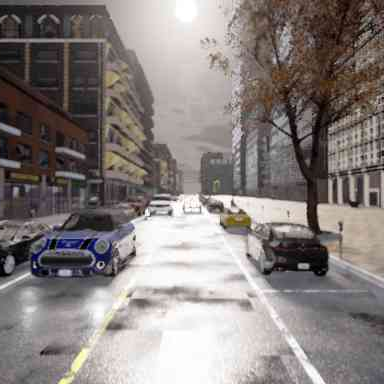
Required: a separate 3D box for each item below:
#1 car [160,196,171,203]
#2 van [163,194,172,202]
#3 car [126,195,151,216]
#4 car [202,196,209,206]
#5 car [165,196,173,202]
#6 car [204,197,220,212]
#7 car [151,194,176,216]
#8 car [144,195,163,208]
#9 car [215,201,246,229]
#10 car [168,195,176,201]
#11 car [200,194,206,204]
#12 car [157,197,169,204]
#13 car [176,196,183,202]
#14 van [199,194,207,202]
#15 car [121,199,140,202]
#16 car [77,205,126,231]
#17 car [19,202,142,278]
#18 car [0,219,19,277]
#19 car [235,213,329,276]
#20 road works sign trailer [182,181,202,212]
[{"bbox_3d":[-5.657,1.649,71.495,2.008,1.369,4.403,1,0,0],"label":"car"},{"bbox_3d":[-5.652,1.449,77.066,1.690,1.788,3.998,1,0,0],"label":"van"},{"bbox_3d":[-5.665,1.356,32.509,2.192,1.841,5.009,1,0,0],"label":"car"},{"bbox_3d":[2.715,1.608,43.643,2.008,1.369,4.403,1,0,0],"label":"car"},{"bbox_3d":[-5.653,1.642,82.465,1.752,1.417,4.829,1,0,0],"label":"car"},{"bbox_3d":[2.713,1.600,38.075,2.008,1.369,4.403,1,0,0],"label":"car"},{"bbox_3d":[-3.086,1.264,33.993,2.150,2.045,5.566,0,0,0],"label":"car"},{"bbox_3d":[-5.660,1.380,49.216,2.192,1.841,5.009,1,0,0],"label":"car"},{"bbox_3d":[2.708,1.552,21.536,1.752,1.417,4.829,1,0,0],"label":"car"},{"bbox_3d":[-5.650,1.685,93.773,2.008,1.369,4.403,1,0,0],"label":"car"},{"bbox_3d":[2.719,1.513,54.782,1.967,1.590,4.097,1,0,0],"label":"car"},{"bbox_3d":[-5.659,1.656,65.925,1.947,1.339,4.313,1,0,0],"label":"car"},{"bbox_3d":[-2.977,1.577,75.228,1.994,1.385,4.181,0,0,0],"label":"car"},{"bbox_3d":[2.730,1.458,82.632,1.690,1.788,3.998,1,0,0],"label":"van"},{"bbox_3d":[-5.670,1.558,26.768,1.752,1.417,4.829,1,0,0],"label":"car"},{"bbox_3d":[-5.673,1.592,21.369,1.947,1.339,4.313,1,0,0],"label":"car"},{"bbox_3d":[-3.049,1.364,10.294,2.097,1.767,4.553,0,0,1],"label":"car"},{"bbox_3d":[-5.676,1.563,10.229,2.008,1.369,4.403,1,0,0],"label":"car"},{"bbox_3d":[2.705,1.563,10.226,2.008,1.369,4.403,1,0,0],"label":"car"},{"bbox_3d":[0.011,0.516,40.340,2.380,3.560,2.880,0,0,0],"label":"road works sign trailer"}]
